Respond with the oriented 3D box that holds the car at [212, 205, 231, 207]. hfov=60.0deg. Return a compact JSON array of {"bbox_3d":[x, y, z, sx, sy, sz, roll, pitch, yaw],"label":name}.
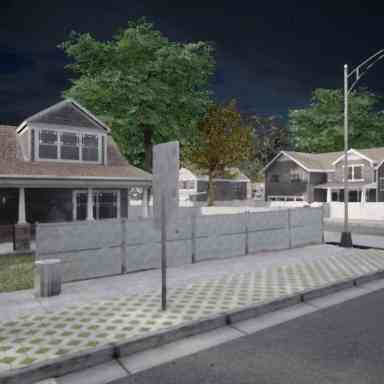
[{"bbox_3d":[2.781,1.879,29.074,1.812,1.442,4.674,0,-1,-36],"label":"car"}]
